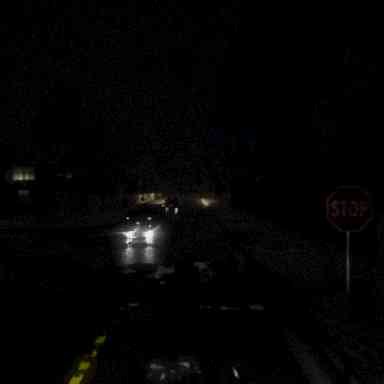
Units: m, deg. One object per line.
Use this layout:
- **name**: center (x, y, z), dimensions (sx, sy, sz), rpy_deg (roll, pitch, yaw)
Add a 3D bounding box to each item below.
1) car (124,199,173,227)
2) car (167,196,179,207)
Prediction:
- **car**: center (-2.921, 1.461, 22.422), dimensions (2.033, 1.411, 5.357), rpy_deg (0, 0, 6)
- **car**: center (-2.761, 1.316, 46.680), dimensions (2.033, 1.411, 5.357), rpy_deg (0, 0, 0)
